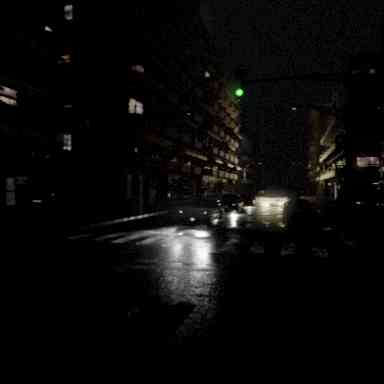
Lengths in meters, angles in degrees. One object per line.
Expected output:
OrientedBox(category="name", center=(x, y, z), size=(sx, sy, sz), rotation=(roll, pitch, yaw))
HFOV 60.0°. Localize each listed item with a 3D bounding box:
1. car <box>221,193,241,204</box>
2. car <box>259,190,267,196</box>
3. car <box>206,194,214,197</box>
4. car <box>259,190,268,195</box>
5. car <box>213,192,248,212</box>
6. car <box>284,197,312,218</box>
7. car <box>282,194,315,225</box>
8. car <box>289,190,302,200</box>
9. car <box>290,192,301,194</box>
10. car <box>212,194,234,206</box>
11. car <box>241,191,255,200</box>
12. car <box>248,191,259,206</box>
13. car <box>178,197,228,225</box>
OrientedBox(category="car", center=(5.455, 0.820, 45.501), size=(1.947, 1.339, 4.313), rotation=(2, 1, 17))
OrientedBox(category="car", center=(18.414, 0.274, 87.831), size=(2.008, 1.369, 4.403), rotation=(1, 1, 17))
OrientedBox(category="car", center=(2.214, 0.941, 34.917), size=(2.008, 1.369, 4.403), rotation=(2, 1, 17))
OrientedBox(category="car", center=(20.034, 0.224, 93.123), size=(1.947, 1.339, 4.313), rotation=(1, 1, 17))
OrientedBox(category="car", center=(3.650, 0.996, 30.748), size=(1.837, 1.490, 4.892), rotation=(1, 1, 17))
OrientedBox(category="car", center=(8.607, 1.192, 27.174), size=(2.008, 1.369, 4.403), rotation=(2, 1, 17))
OrientedBox(category="car", center=(6.990, 1.151, 21.881), size=(1.967, 1.590, 4.097), rotation=(2, 1, 17))
OrientedBox(category="car", center=(19.951, 0.484, 64.210), size=(2.192, 1.841, 5.009), rotation=(1, 1, 17))
OrientedBox(category="car", center=(13.466, 1.019, 43.049), size=(1.802, 1.307, 4.206), rotation=(2, 1, 17))
OrientedBox(category="car", center=(3.835, 0.904, 40.209), size=(1.802, 1.307, 4.206), rotation=(2, 1, 17))
OrientedBox(category="car", center=(10.314, 0.598, 61.373), size=(1.887, 1.381, 4.507), rotation=(2, 1, 17))
OrientedBox(category="car", center=(6.712, 0.865, 40.719), size=(1.837, 1.490, 4.892), rotation=(1, 2, 17))
OrientedBox(category="car", center=(0.685, 1.218, 21.078), size=(1.895, 1.301, 4.718), rotation=(1, 1, 17))
